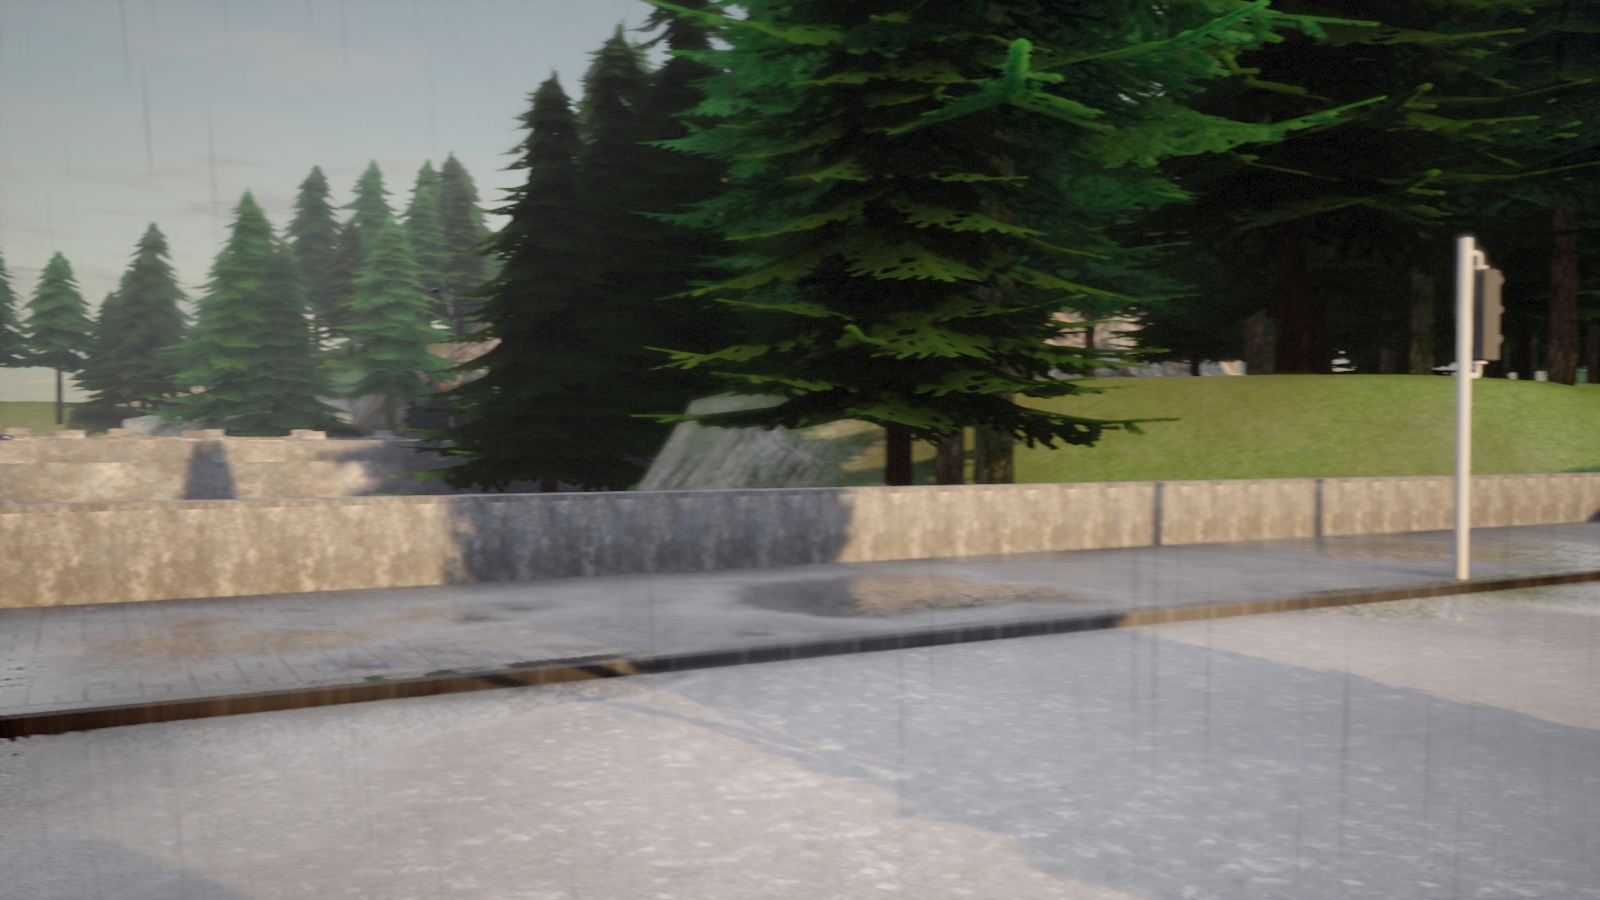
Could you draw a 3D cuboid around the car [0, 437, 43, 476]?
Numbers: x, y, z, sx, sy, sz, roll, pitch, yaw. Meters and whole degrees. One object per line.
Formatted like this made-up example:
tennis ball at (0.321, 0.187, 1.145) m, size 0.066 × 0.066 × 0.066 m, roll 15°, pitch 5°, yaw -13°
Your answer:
car at (-31.761, 0.258, 49.078) m, size 3.633 × 1.501 × 1.845 m, roll -1°, pitch 1°, yaw -30°
